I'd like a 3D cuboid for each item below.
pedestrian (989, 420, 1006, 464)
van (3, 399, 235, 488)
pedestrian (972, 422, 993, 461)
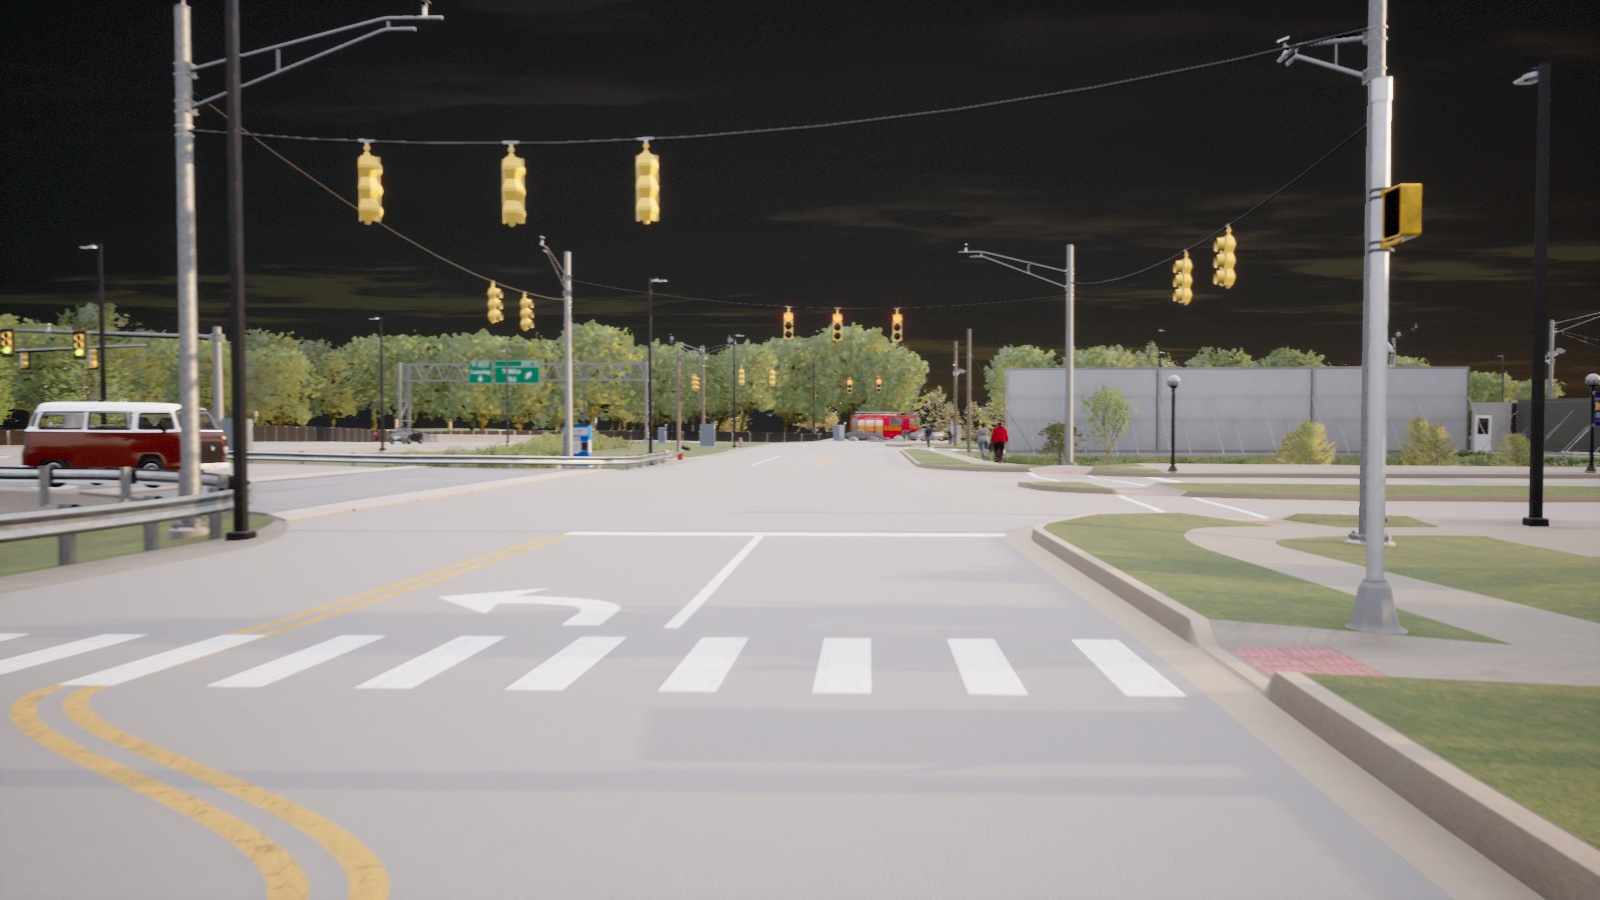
[{"bbox_3d":[8.425,-0.338,53.557,0.634,1.844,0.899,0,2,4],"label":"pedestrian"},{"bbox_3d":[-16.196,-0.168,29.995,4.480,2.038,2.069,0,1,6],"label":"van"},{"bbox_3d":[8.736,-0.404,60.124,0.874,1.855,0.900,0,2,3],"label":"pedestrian"}]
